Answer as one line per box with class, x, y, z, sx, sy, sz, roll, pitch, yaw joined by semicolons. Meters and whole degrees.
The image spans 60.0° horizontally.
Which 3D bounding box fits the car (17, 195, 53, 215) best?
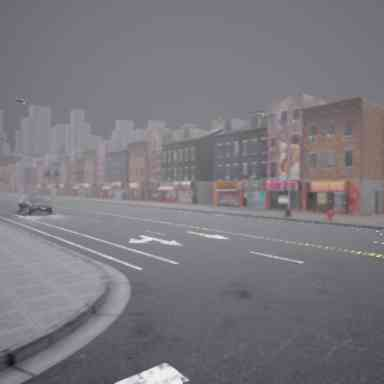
car;-12.995;1.022;27.469;1.837;1.490;4.892;1;1;-40
